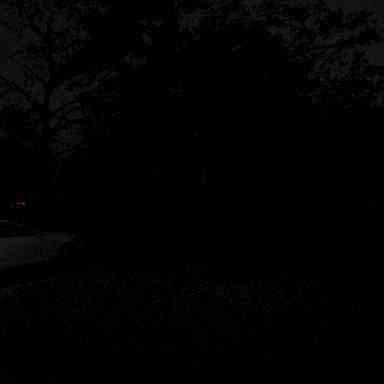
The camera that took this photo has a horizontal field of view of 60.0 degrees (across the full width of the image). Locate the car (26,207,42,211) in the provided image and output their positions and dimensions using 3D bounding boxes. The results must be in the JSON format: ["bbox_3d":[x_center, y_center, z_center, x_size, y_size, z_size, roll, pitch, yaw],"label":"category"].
[{"bbox_3d":[-8.038,1.511,11.559,2.097,1.535,5.008,0,0,36],"label":"car"}]

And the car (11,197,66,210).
[{"bbox_3d":[-15.439,1.271,34.198,1.837,1.490,4.892,-3,-2,35],"label":"car"}]

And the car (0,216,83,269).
[{"bbox_3d":[-5.480,1.544,9.724,2.002,1.452,4.674,0,0,36],"label":"car"}]
